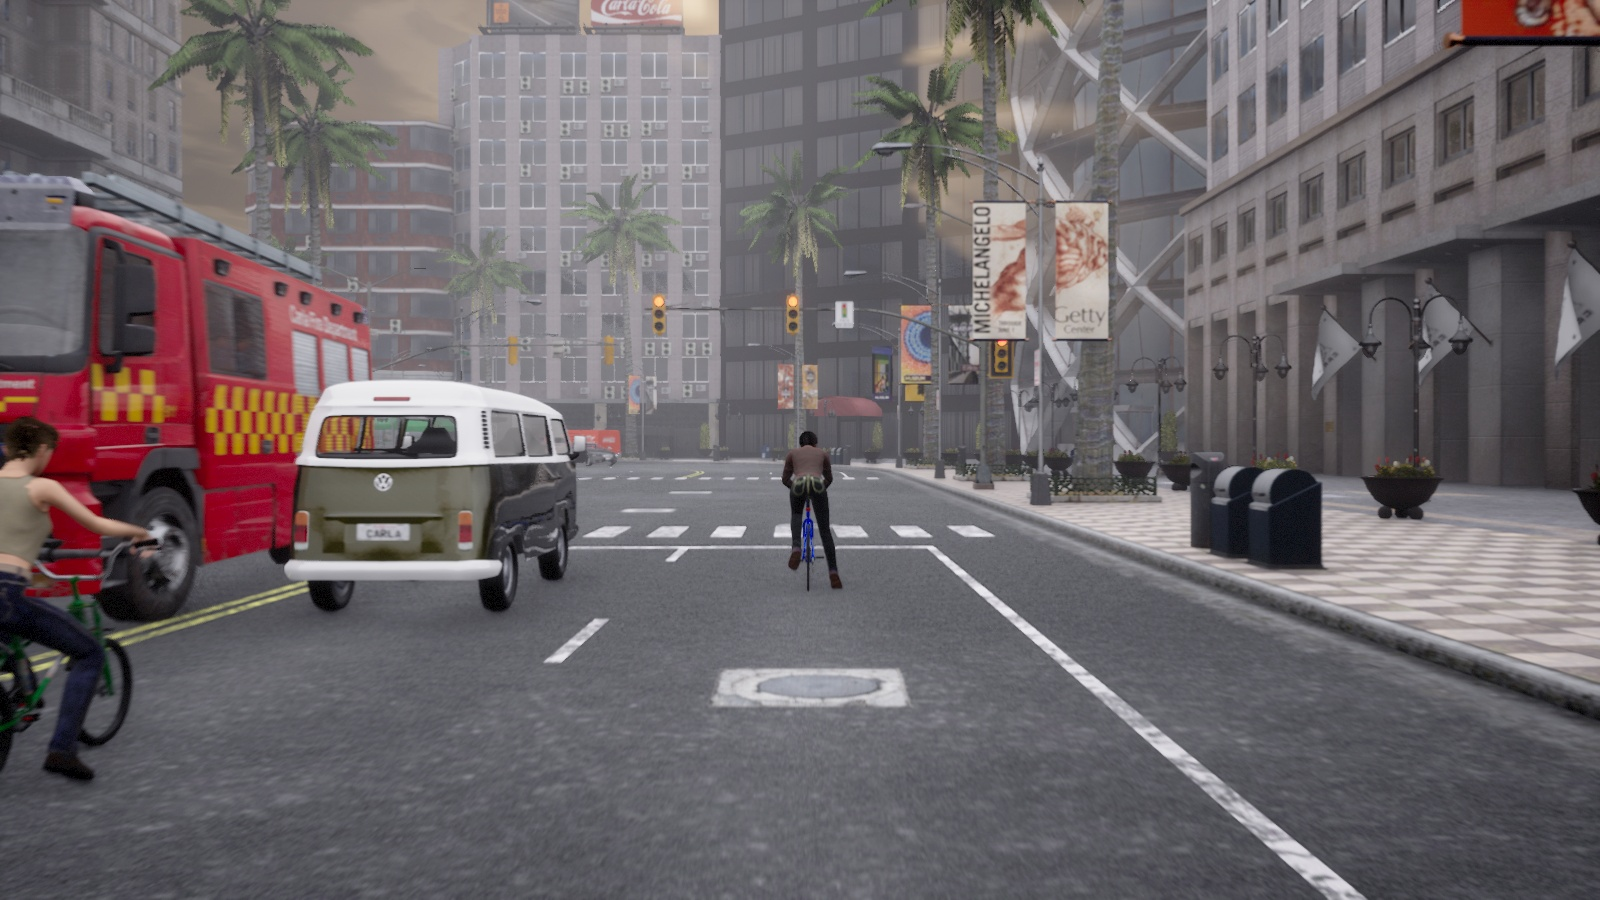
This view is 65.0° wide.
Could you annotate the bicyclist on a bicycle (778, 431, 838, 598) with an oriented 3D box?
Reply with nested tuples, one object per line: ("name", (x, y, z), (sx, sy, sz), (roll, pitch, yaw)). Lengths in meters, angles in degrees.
("bicyclist on a bicycle", (0.086, 0.626, 13.031), (0.582, 1.620, 1.656), (0, 0, 0))

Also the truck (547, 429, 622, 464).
("truck", (-15.913, -0.275, 92.696), (5.204, 2.467, 2.627), (0, 0, 39))

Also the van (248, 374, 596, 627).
("van", (-3.412, 0.397, 12.371), (2.069, 2.038, 4.480), (0, 0, 0))

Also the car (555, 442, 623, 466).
("car", (-13.545, 0.238, 80.592), (2.128, 1.511, 4.902), (0, 0, -40))

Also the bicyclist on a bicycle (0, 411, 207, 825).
("bicyclist on a bicycle", (-3.458, 0.648, 5.639), (0.866, 1.612, 1.509), (0, 0, 1))

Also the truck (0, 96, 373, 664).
("truck", (-6.880, -0.495, 12.606), (2.891, 3.827, 8.468), (0, 0, -4))
